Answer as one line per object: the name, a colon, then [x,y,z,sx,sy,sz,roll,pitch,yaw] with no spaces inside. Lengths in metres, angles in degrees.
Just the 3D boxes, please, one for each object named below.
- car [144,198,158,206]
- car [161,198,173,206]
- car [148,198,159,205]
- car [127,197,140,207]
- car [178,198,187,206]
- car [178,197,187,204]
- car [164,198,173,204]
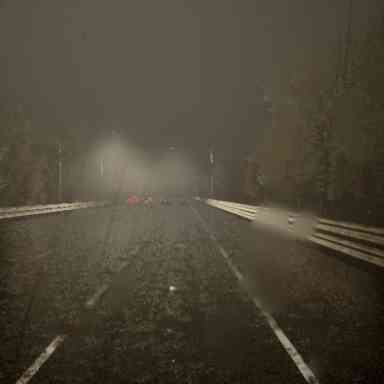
car: [-9.071,2.336,71.511,1.895,1.301,4.718,-1,-1,-1]
car: [-5.575,2.029,71.511,2.097,1.767,4.553,-1,-1,-1]
car: [-9.332,2.252,81.483,2.128,1.511,4.902,-1,-1,-1]
car: [-12.579,2.032,71.543,2.150,2.045,5.566,-1,-1,-1]
car: [-2.064,2.146,71.247,2.033,1.411,5.357,-1,-1,-1]
car: [-2.335,2.122,81.665,2.128,1.511,4.902,-1,-1,-1]
car: [-5.833,2.214,81.574,1.994,1.385,4.181,-1,-1,-1]
